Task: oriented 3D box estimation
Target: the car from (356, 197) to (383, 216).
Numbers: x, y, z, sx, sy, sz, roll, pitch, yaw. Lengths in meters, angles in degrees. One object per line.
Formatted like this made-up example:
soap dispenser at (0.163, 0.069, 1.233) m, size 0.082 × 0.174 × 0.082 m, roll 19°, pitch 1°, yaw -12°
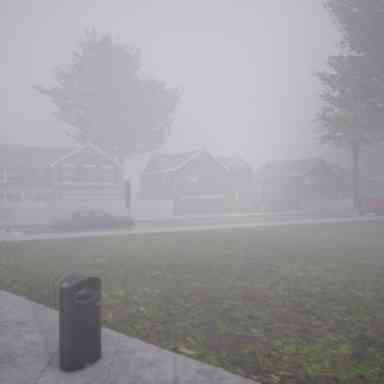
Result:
car at (20.147, 1.532, 35.817) m, size 5.566 × 2.045 × 2.150 m, roll 0°, pitch 0°, yaw -28°

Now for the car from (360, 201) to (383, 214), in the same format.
car at (23.151, 1.906, 40.631) m, size 5.357 × 1.411 × 2.033 m, roll 0°, pitch 0°, yaw -29°

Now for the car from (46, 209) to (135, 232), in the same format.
car at (-6.458, 1.777, 21.397) m, size 5.357 × 1.411 × 2.033 m, roll 0°, pitch 0°, yaw -29°
